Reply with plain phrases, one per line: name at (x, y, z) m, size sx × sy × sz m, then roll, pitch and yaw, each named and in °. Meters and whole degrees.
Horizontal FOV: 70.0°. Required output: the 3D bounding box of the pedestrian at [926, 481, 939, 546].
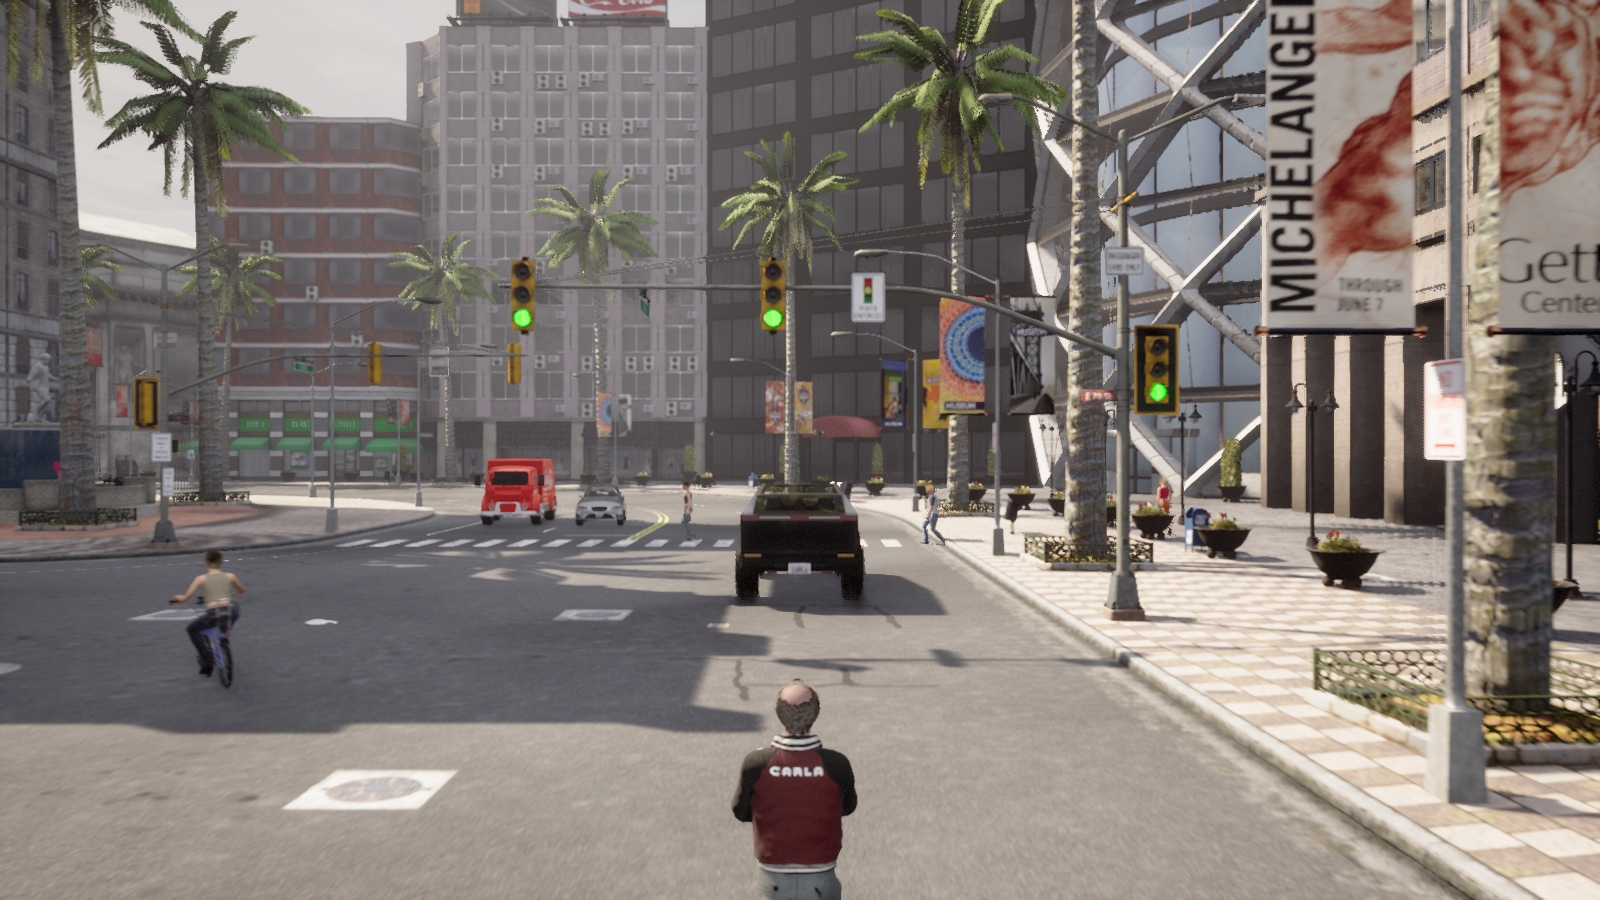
pedestrian at (3.873, 1.841, 33.335) m, size 0.375 × 1.860 × 0.375 m, roll 0°, pitch 0°, yaw 7°

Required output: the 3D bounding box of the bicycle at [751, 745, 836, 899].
bicycle at (-0.020, 2.209, 5.361) m, size 0.329 × 1.171 × 1.835 m, roll 0°, pitch 0°, yaw 0°

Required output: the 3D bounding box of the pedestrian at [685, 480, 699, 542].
pedestrian at (-3.263, 1.843, 34.599) m, size 0.375 × 1.860 × 0.375 m, roll 0°, pitch 0°, yaw 2°

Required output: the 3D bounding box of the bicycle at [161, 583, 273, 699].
bicycle at (-7.020, 2.254, 13.730) m, size 0.859 × 1.080 × 1.487 m, roll -3°, pitch 2°, yaw -40°

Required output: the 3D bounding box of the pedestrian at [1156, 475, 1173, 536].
pedestrian at (11.145, 1.694, 34.972) m, size 0.375 × 1.860 × 0.375 m, roll 0°, pitch 0°, yaw -8°

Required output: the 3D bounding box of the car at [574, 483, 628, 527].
car at (-7.527, 2.059, 43.515) m, size 1.816 × 1.474 × 4.193 m, roll 0°, pitch 0°, yaw -7°

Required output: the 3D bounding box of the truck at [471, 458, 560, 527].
truck at (-10.890, 1.561, 44.176) m, size 2.627 × 2.467 × 5.204 m, roll 0°, pitch 0°, yaw -6°

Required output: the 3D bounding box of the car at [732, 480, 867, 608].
car at (-0.009, 1.750, 23.374) m, size 2.390 × 2.098 × 6.274 m, roll 0°, pitch 0°, yaw 0°
